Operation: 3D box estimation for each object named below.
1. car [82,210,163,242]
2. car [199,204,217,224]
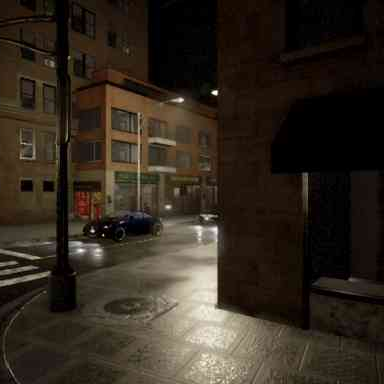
[{"bbox_3d":[-3.353,1.595,16.704,1.994,1.385,4.181,0,0,35],"label":"car"},{"bbox_3d":[2.362,1.580,24.711,1.812,1.442,4.674,0,0,35],"label":"car"}]
